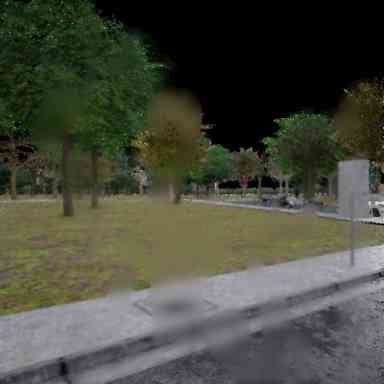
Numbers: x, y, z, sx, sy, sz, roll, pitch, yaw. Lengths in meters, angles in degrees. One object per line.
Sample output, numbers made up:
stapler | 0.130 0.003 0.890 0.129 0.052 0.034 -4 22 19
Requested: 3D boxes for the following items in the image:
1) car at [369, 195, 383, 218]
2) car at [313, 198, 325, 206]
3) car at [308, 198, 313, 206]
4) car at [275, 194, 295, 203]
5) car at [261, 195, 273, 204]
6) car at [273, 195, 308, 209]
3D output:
car | 16.775 1.263 31.178 2.150 2.045 5.566 0 0 -12
car | 21.031 1.723 58.167 1.895 1.301 4.718 0 0 -12
car | 17.934 1.654 57.107 2.033 1.411 5.357 0 0 -12
car | 18.937 1.312 67.889 2.097 1.767 4.553 0 0 -12
car | 15.760 1.351 67.204 2.097 1.767 4.553 0 0 -12
car | 13.556 1.418 46.159 2.097 1.767 4.553 0 0 -12
